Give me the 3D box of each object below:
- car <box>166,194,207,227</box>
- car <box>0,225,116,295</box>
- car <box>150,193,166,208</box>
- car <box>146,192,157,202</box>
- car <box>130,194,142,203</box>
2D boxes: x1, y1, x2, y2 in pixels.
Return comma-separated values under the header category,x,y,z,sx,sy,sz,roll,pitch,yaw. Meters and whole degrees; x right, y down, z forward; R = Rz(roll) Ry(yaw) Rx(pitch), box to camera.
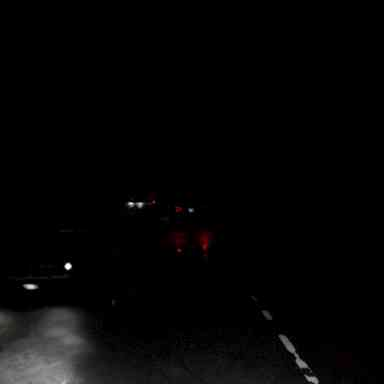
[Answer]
category,x,y,z,sx,sy,sz,roll,pitch,yaw
car,-0.357,1.172,22.544,2.150,2.045,5.566,-1,0,-7
car,-3.388,1.621,8.968,1.895,1.301,4.718,0,0,-3
car,-4.223,1.296,44.049,2.033,1.411,5.357,-1,1,-7
car,-6.888,0.823,59.566,2.097,1.767,4.553,-1,1,-16
car,-9.830,1.076,57.671,1.812,1.442,4.674,-1,1,-13
